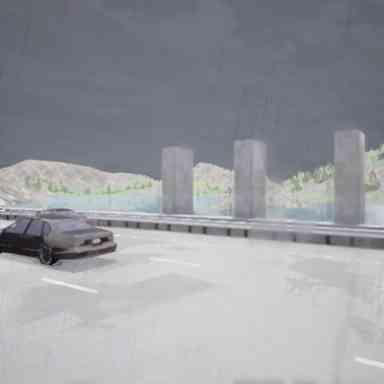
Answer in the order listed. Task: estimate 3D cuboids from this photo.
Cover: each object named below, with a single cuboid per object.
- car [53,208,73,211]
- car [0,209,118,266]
[{"bbox_3d":[-6.887,1.505,16.561,4.181,1.385,1.994,0,0,31],"label":"car"},{"bbox_3d":[-4.991,1.507,11.317,5.357,1.411,2.033,0,0,32],"label":"car"}]
